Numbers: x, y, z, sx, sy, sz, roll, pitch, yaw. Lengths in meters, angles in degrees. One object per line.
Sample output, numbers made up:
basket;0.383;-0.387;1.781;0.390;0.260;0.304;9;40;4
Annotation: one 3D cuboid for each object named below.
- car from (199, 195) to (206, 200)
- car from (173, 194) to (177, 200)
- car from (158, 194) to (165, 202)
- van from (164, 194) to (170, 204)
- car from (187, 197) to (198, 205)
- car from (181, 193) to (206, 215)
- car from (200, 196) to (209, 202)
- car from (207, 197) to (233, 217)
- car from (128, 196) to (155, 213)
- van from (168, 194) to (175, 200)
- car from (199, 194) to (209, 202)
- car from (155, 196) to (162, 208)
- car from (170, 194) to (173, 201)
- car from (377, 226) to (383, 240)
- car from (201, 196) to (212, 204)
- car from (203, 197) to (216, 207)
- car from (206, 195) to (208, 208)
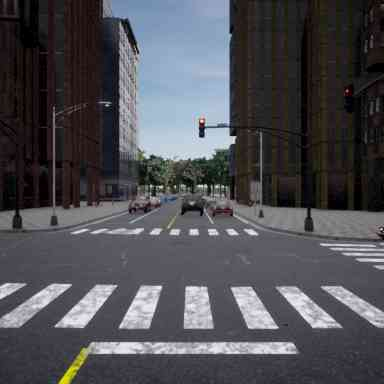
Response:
car;2.790;1.560;91.658;1.752;1.417;4.829;0;0;0
car;-5.736;1.596;86.053;1.947;1.339;4.313;0;0;0
car;-5.746;1.537;53.258;1.752;1.417;4.829;0;0;0
van;-5.743;1.358;64.303;1.690;1.788;3.998;0;0;0
car;0.115;1.562;60.574;2.033;1.411;5.357;0;0;0
car;0.054;1.227;34.323;2.150;2.045;5.566;0;0;1
car;2.786;1.548;75.345;1.752;1.417;4.829;0;0;0
car;2.772;1.444;31.675;1.967;1.590;4.097;0;0;0
car;-5.752;1.321;37.115;2.192;1.841;5.009;0;0;0
van;-5.735;1.376;91.491;1.690;1.788;3.998;0;0;0
car;2.787;1.341;80.613;2.192;1.841;5.009;0;0;0
car;-5.748;1.591;47.990;1.802;1.307;4.206;0;0;0
car;-5.741;1.570;69.740;2.008;1.369;4.403;0;0;0
car;10.890;1.843;14.627;4.718;1.301;1.895;1;0;3
car;2.782;1.542;64.470;1.752;1.417;4.829;0;0;0
car;2.779;1.556;53.425;1.887;1.381;4.507;0;0;0
car;2.777;1.560;47.987;2.008;1.369;4.403;0;0;0
